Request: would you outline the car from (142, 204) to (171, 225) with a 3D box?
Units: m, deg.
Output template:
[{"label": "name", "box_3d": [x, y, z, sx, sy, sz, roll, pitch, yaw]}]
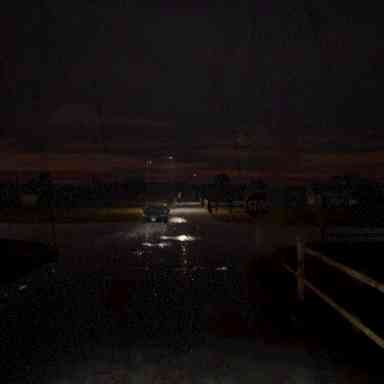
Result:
[{"label": "car", "box_3d": [-2.659, 1.687, 25.494, 2.128, 1.511, 4.902, 0, -1, 0]}]

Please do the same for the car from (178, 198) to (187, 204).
[{"label": "car", "box_3d": [-2.435, 2.268, 82.559, 1.812, 1.442, 4.674, 0, -1, 0]}]
